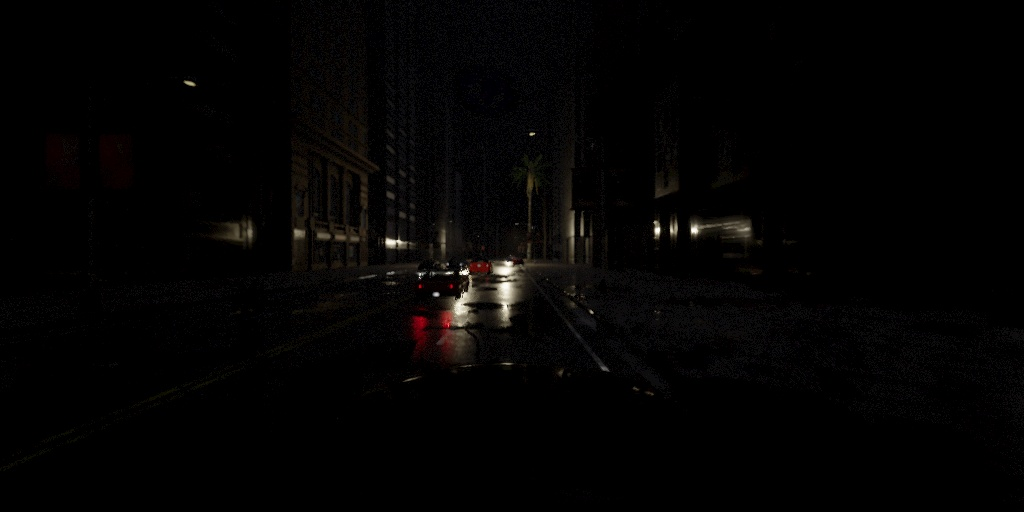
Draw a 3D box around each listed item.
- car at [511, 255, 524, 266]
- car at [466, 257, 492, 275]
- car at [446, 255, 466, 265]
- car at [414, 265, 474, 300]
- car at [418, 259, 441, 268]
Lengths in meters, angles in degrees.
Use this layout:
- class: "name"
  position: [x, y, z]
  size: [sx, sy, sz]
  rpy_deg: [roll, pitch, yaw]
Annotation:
- class: "car"
  position: [1.147, 0.967, 62.996]
  size: [1.882, 1.535, 5.008]
  rpy_deg: [0, 0, 0]
- class: "car"
  position: [-3.145, 0.948, 36.665]
  size: [2.097, 1.767, 4.553]
  rpy_deg: [0, 0, 0]
- class: "car"
  position: [-6.574, 0.920, 42.934]
  size: [2.097, 1.767, 4.553]
  rpy_deg: [0, 0, 0]
- class: "car"
  position: [-3.148, 1.283, 17.115]
  size: [1.895, 1.301, 4.718]
  rpy_deg: [0, 0, 0]
- class: "car"
  position: [-9.825, 1.116, 43.134]
  size: [2.033, 1.411, 5.357]
  rpy_deg: [0, 0, 0]
